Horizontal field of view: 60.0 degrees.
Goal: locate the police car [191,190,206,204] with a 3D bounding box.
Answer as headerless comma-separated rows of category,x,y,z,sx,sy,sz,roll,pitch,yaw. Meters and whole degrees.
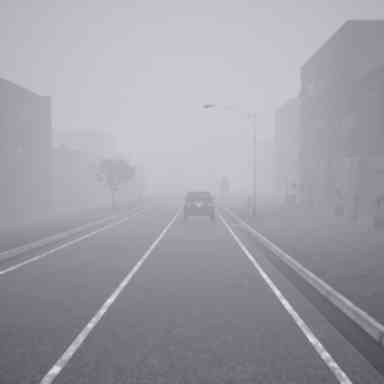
police car,0.908,0.646,45.109,1.930,1.638,5.238,0,1,1

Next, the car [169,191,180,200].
car,-2.567,0.529,52.497,1.812,1.442,4.674,0,2,2

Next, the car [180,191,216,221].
car,0.529,0.935,24.202,2.150,2.045,5.566,0,1,1
